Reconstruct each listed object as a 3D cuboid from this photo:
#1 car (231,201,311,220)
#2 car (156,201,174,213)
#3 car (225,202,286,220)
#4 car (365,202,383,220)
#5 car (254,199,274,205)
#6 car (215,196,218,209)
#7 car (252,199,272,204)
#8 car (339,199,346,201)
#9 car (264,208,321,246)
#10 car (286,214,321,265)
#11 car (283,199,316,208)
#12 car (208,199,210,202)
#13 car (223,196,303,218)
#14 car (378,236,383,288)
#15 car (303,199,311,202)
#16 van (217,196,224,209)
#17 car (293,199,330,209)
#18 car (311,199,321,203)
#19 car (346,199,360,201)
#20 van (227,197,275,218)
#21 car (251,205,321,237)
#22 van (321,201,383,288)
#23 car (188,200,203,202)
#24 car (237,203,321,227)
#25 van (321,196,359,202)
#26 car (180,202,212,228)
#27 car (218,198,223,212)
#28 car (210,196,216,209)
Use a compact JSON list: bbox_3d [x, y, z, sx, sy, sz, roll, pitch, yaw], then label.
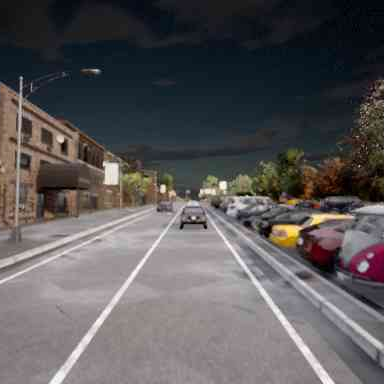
[{"bbox_3d":[5.611,1.624,24.216,4.892,1.521,2.231,0,0,0],"label":"car"},{"bbox_3d":[-3.335,1.874,41.838,1.994,1.385,4.181,0,-1,0],"label":"car"},{"bbox_3d":[5.603,1.671,29.827,5.008,1.535,2.097,0,0,0],"label":"car"},{"bbox_3d":[18.682,1.673,29.959,5.008,1.535,2.097,0,0,0],"label":"car"},{"bbox_3d":[18.706,2.527,86.285,4.674,1.452,2.002,0,-1,0],"label":"car"},{"bbox_3d":[5.567,1.642,41.042,4.553,1.767,2.185,0,0,0],"label":"car"},{"bbox_3d":[18.716,2.545,89.434,5.008,1.535,2.097,0,-1,0],"label":"car"},{"bbox_3d":[18.679,1.761,35.530,4.674,1.452,2.002,0,0,0],"label":"car"},{"bbox_3d":[5.815,1.542,13.011,5.366,1.575,1.946,0,0,0],"label":"car"},{"bbox_3d":[5.662,1.559,10.208,4.792,1.488,2.163,0,0,0],"label":"car"},{"bbox_3d":[18.679,1.973,57.805,5.008,1.535,2.097,0,-1,0],"label":"car"},{"bbox_3d":[5.629,1.642,52.254,5.566,2.045,2.435,0,-1,0],"label":"car"},{"bbox_3d":[5.640,1.396,27.025,5.566,2.045,2.435,0,0,0],"label":"car"},{"bbox_3d":[5.611,1.529,4.601,4.792,1.488,2.163,0,0,0],"label":"car"},{"bbox_3d":[18.681,1.897,49.450,4.674,1.452,2.002,0,-1,0],"label":"car"},{"bbox_3d":[5.484,1.518,38.239,4.442,1.987,1.878,0,-1,0],"label":"van"},{"bbox_3d":[18.685,1.892,52.237,5.008,1.535,2.097,0,-1,0],"label":"car"},{"bbox_3d":[18.647,1.670,43.884,4.553,1.767,2.185,0,-1,0],"label":"car"},{"bbox_3d":[18.499,1.694,32.745,5.366,1.575,1.946,0,0,0],"label":"car"},{"bbox_3d":[5.721,1.469,32.632,4.442,1.987,1.878,0,0,0],"label":"van"},{"bbox_3d":[5.621,1.561,15.811,5.008,1.535,2.097,0,0,0],"label":"car"},{"bbox_3d":[5.520,1.289,7.405,4.442,1.987,1.878,0,0,0],"label":"van"},{"bbox_3d":[0.102,1.832,41.354,1.812,1.442,4.674,0,-1,0],"label":"car"},{"bbox_3d":[5.590,1.630,21.418,4.792,1.488,2.163,0,0,0],"label":"car"},{"bbox_3d":[18.794,1.543,41.104,4.442,1.987,1.878,0,-1,0],"label":"van"},{"bbox_3d":[0.102,1.697,23.410,2.033,1.411,5.357,0,0,0],"label":"car"},{"bbox_3d":[5.596,1.721,35.433,4.892,1.521,2.231,0,0,0],"label":"car"},{"bbox_3d":[5.626,1.544,43.844,5.566,2.045,2.435,0,-1,0],"label":"car"}]
